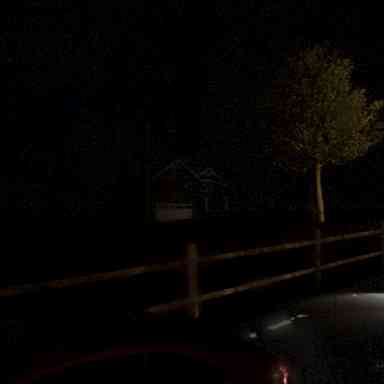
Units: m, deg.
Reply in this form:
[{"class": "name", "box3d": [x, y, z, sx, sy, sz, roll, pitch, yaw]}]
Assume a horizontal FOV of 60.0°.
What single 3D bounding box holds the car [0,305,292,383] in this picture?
[{"class": "car", "box3d": [-1.163, 1.623, 2.152, 4.181, 1.385, 1.994, 0, -1, -37]}]
